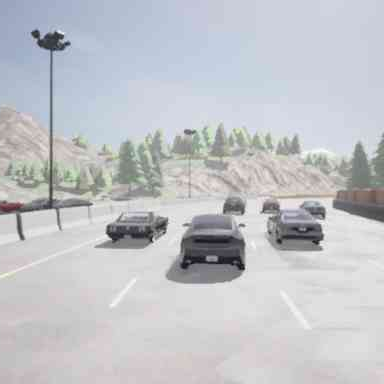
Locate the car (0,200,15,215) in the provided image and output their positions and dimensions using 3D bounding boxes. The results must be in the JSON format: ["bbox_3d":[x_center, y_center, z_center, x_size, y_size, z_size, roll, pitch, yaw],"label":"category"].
[{"bbox_3d":[-17.770,1.404,31.406,1.895,1.301,4.718,0,0,11],"label":"car"}]

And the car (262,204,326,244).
[{"bbox_3d":[4.661,1.504,15.584,2.033,1.411,5.357,0,0,7],"label":"car"}]

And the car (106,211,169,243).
[{"bbox_3d":[-2.345,1.529,15.672,1.895,1.301,4.718,0,0,6],"label":"car"}]

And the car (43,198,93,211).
[{"bbox_3d":[-10.876,1.313,30.188,1.882,1.535,5.008,0,0,11],"label":"car"}]

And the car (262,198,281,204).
[{"bbox_3d":[8.480,1.419,35.541,1.812,1.442,4.674,0,0,14],"label":"car"}]

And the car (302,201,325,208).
[{"bbox_3d":[10.548,1.473,29.352,2.033,1.411,5.357,0,0,13],"label":"car"}]

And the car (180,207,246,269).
[{"bbox_3d":[0.720,1.464,10.992,1.837,1.490,4.892,0,0,5],"label":"car"}]

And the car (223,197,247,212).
[{"bbox_3d":[4.390,1.236,33.495,2.097,1.767,4.553,0,0,13],"label":"car"}]

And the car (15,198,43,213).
[{"bbox_3d":[-14.123,1.325,31.796,1.837,1.490,4.892,0,0,11],"label":"car"}]
